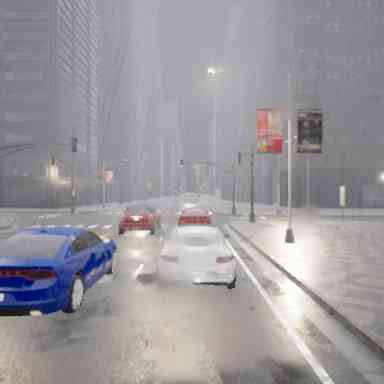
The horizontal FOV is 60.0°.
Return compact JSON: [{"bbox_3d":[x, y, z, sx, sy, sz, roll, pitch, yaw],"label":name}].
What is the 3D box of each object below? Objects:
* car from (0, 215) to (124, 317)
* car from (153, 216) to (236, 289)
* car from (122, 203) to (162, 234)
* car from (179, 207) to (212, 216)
[{"bbox_3d":[-3.129,1.555,7.825,1.882,1.535,5.008,0,0,0],"label":"car"},{"bbox_3d":[0.128,1.618,9.291,1.812,1.442,4.674,0,-1,0],"label":"car"},{"bbox_3d":[-3.086,1.551,20.644,2.097,1.767,4.553,0,0,0],"label":"car"},{"bbox_3d":[0.190,1.675,20.459,1.882,1.535,5.008,0,0,0],"label":"car"}]
